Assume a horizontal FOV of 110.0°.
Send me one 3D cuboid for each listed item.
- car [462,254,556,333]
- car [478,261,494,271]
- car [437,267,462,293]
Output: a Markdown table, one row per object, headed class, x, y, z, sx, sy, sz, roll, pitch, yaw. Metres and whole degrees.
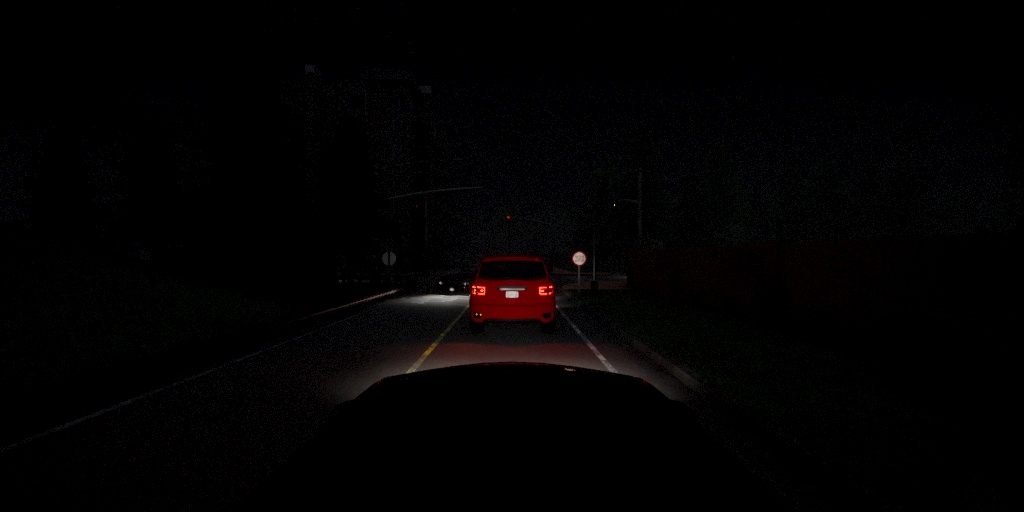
| class | x | y | z | sx | sy | sz | roll | pitch | yaw |
| --- | --- | --- | --- | --- | --- | --- | --- | --- | --- |
| car | 0.051 | 0.971 | 10.871 | 2.150 | 2.045 | 5.566 | 0 | 0 | 1 |
| car | -3.550 | 1.351 | 50.041 | 1.895 | 1.301 | 4.718 | 0 | 0 | 0 |
| car | -2.398 | 1.297 | 20.694 | 2.033 | 1.411 | 5.357 | 0 | 0 | 14 |
